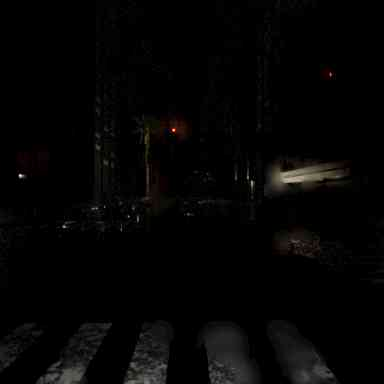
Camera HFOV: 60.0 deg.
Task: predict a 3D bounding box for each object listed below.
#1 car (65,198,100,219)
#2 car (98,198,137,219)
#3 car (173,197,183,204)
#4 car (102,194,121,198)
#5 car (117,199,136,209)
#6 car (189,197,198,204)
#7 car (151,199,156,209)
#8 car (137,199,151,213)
[{"bbox_3d":[-9.772,1.544,29.892,1.882,1.535,5.008,0,0,0],"label":"car"},{"bbox_3d":[-6.526,1.543,29.625,1.882,1.535,5.008,0,0,0],"label":"car"},{"bbox_3d":[-2.970,1.790,69.833,1.994,1.385,4.181,0,0,0],"label":"car"},{"bbox_3d":[-9.753,1.320,39.838,2.150,2.045,5.566,0,0,0],"label":"car"},{"bbox_3d":[-9.710,1.701,49.799,1.994,1.385,4.181,0,0,0],"label":"car"},{"bbox_3d":[0.280,1.791,69.850,1.994,1.385,4.181,0,0,0],"label":"car"},{"bbox_3d":[-6.467,1.735,48.982,1.895,1.301,4.718,0,0,1],"label":"car"},{"bbox_3d":[-6.501,1.587,39.093,2.128,1.511,4.902,0,0,0],"label":"car"}]
